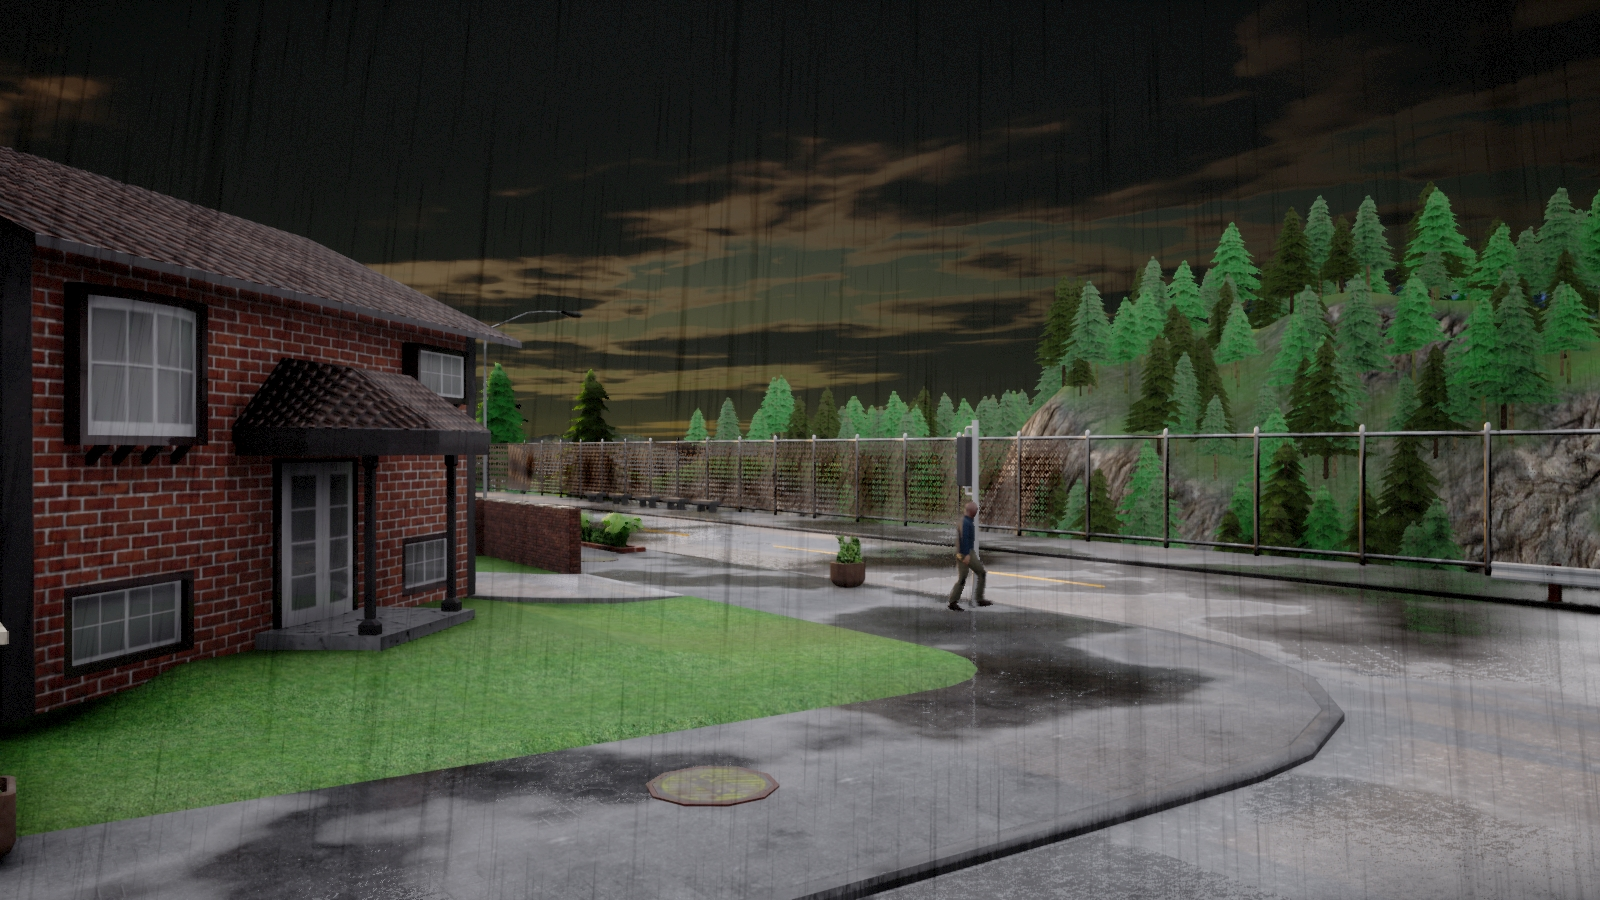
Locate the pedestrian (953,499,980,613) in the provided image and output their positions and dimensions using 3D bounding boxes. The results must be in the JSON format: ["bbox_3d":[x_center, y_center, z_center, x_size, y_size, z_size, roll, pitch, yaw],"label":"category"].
[{"bbox_3d":[2.752,1.745,18.907,0.375,1.860,0.375,0,0,-2],"label":"pedestrian"}]
